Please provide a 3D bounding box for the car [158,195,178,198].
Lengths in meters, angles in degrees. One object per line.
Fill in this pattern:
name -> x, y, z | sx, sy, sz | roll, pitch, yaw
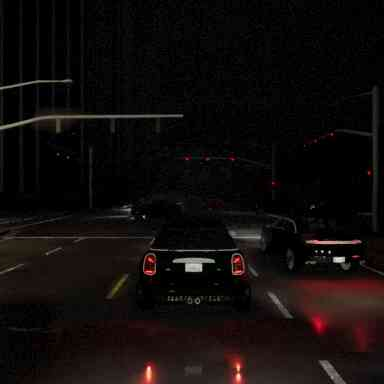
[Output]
car -> -3.678, 1.547, 50.817 | 2.033, 1.411, 5.357 | 0, 0, 0

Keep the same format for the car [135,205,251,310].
car -> 0.043, 1.352, 7.992 | 2.097, 1.767, 4.553 | 0, 0, 0

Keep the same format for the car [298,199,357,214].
car -> 12.806, 1.408, 31.076 | 4.553, 1.767, 2.097 | 0, 0, -2

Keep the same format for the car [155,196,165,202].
car -> -7.131, 1.594, 74.238 | 1.895, 1.301, 4.718 | 0, 0, 0

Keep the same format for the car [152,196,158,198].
car -> -7.184, 1.352, 55.399 | 2.097, 1.767, 4.553 | 0, 0, 0

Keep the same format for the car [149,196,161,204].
car -> -7.164, 1.526, 64.195 | 1.812, 1.442, 4.674 | 0, 0, 0

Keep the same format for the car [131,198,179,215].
car -> -3.355, 1.555, 31.100 | 4.674, 1.442, 1.812 | 0, 0, 0

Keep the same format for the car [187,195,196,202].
car -> -0.136, 1.478, 77.549 | 1.882, 1.535, 5.008 | 0, 0, 0

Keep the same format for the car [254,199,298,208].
car -> 9.088, 1.523, 35.515 | 5.008, 1.535, 1.882 | 1, 1, 14

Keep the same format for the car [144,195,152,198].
car -> -7.175, 1.526, 46.496 | 1.812, 1.442, 4.674 | 0, 0, 0

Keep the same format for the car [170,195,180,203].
car -> -3.624, 1.500, 70.530 | 1.837, 1.490, 4.892 | 0, 0, 0

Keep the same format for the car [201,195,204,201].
car -> 3.350, 1.524, 85.147 | 1.812, 1.442, 4.674 | 0, 0, 0

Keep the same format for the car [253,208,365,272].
car -> 3.600, 1.492, 10.801 | 2.128, 1.511, 4.902 | 0, 0, -3

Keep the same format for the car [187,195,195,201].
car -> -0.156, 1.540, 88.255 | 2.033, 1.411, 5.357 | 0, 0, 0

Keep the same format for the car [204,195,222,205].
car -> 3.474, 1.352, 52.506 | 2.097, 1.767, 4.553 | 0, 0, 0
